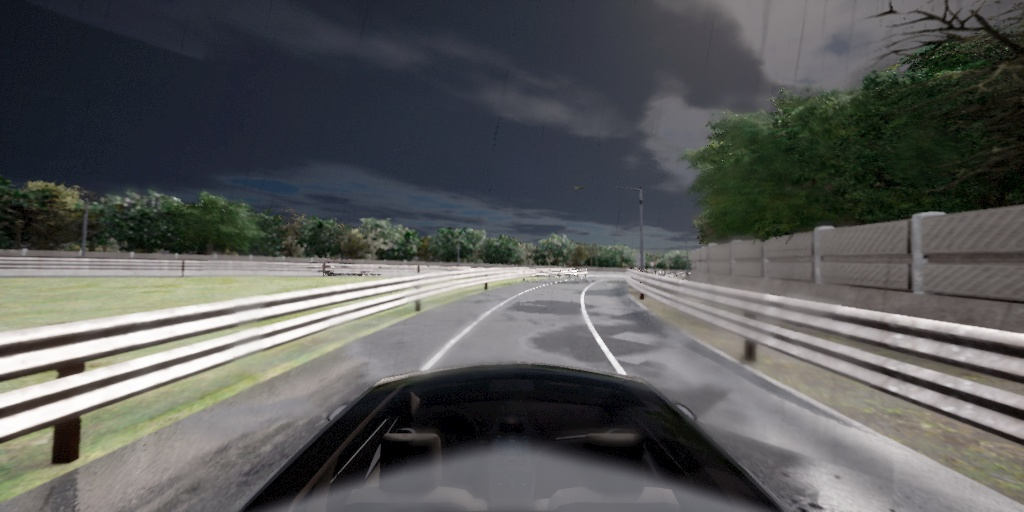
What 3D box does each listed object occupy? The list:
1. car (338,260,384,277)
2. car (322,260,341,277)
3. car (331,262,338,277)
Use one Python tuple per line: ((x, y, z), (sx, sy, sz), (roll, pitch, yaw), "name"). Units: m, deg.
((-17.812, 1.629, 43.168), (4.674, 1.442, 1.812), (3, -4, -43), "car")
((-22.544, 1.602, 48.334), (5.566, 2.045, 2.150), (3, -4, -43), "car")
((-20.189, 1.792, 45.731), (4.181, 1.385, 1.994), (3, -4, -43), "car")
